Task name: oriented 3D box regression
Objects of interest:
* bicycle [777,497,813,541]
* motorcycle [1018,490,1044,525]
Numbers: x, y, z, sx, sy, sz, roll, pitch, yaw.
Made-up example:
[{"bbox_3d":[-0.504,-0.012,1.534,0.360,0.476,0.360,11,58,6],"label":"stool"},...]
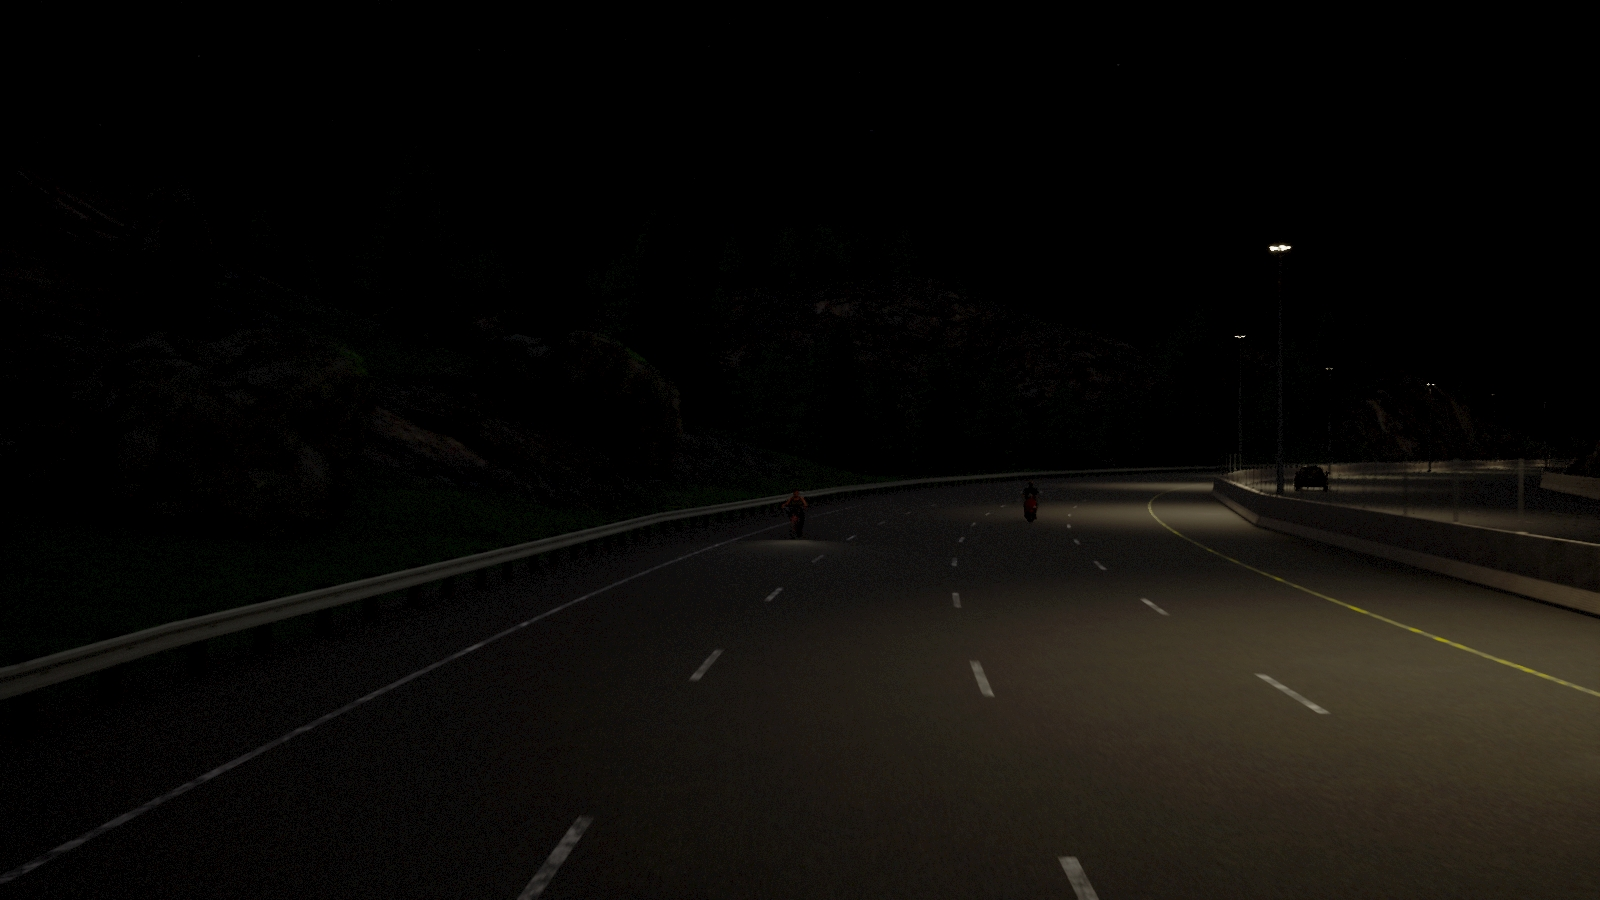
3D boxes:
[{"bbox_3d":[-0.144,2.148,35.763,0.859,1.295,1.487,0,0,11],"label":"bicycle"},{"bbox_3d":[8.867,2.191,43.873,0.856,1.236,1.805,0,0,15],"label":"motorcycle"}]
